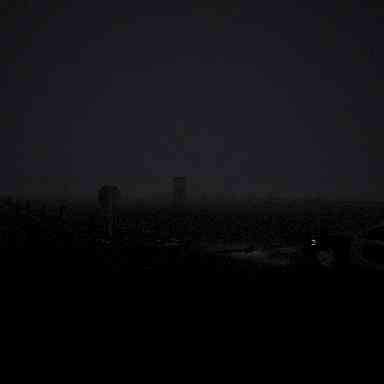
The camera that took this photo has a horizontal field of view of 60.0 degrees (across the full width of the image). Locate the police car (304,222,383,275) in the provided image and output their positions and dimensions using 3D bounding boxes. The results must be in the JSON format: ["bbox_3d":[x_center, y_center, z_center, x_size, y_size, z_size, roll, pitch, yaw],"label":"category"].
[{"bbox_3d":[5.399,1.403,8.592,1.930,1.638,5.238,0,0,-36],"label":"police car"}]
